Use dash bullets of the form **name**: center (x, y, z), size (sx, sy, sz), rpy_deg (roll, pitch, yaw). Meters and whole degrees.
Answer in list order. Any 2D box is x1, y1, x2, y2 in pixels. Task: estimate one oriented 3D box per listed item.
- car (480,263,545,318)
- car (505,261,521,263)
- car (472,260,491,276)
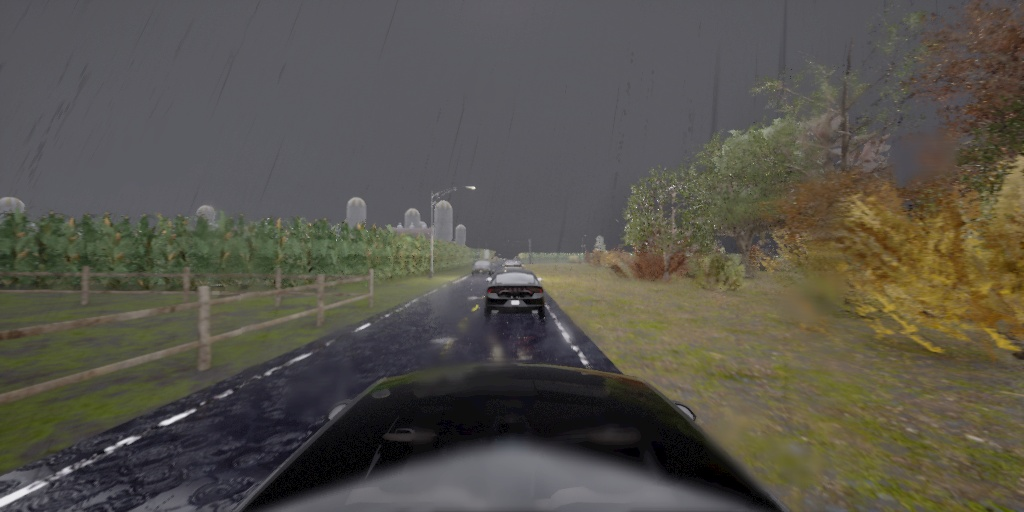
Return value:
- **car**: center (0.095, 1.203, 12.934), size (1.882, 1.535, 5.008), rpy_deg (0, 0, 0)
- **car**: center (0.088, 1.174, 32.779), size (2.128, 1.511, 4.902), rpy_deg (0, 0, 0)
- **car**: center (-2.852, 1.155, 35.510), size (1.882, 1.535, 5.008), rpy_deg (0, 0, 0)
